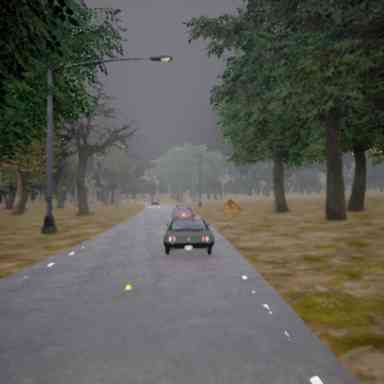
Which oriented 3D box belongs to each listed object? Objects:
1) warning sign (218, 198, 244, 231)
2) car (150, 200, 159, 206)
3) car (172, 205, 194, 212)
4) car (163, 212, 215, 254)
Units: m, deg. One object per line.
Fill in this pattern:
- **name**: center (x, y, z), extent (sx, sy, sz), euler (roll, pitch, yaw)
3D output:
- **warning sign**: center (2.291, 1.313, 19.690), extent (1.300, 1.860, 1.060), euler (-1, -2, -2)
- **car**: center (-7.983, 2.400, 71.355), extent (1.895, 1.301, 4.718), euler (0, -1, -8)
- **car**: center (-0.793, 1.857, 29.456), extent (1.994, 1.385, 4.181), euler (0, -1, -3)
- **car**: center (-0.165, 1.742, 14.208), extent (1.895, 1.301, 4.718), euler (0, -1, -1)
